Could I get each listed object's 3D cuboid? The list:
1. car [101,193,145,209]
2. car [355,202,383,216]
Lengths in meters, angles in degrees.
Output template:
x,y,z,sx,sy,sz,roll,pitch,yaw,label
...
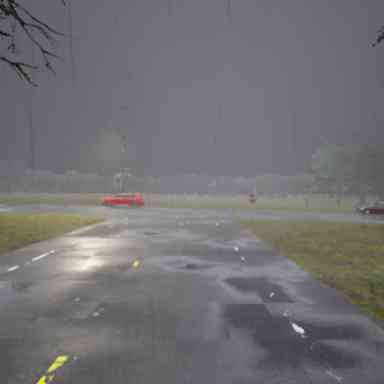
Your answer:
x,y,z,sx,sy,sz,roll,pitch,yaw,label
-8.917,1.129,43.456,5.566,2.045,2.150,1,1,0,car
23.792,2.142,43.293,4.553,1.767,2.097,2,1,0,car
